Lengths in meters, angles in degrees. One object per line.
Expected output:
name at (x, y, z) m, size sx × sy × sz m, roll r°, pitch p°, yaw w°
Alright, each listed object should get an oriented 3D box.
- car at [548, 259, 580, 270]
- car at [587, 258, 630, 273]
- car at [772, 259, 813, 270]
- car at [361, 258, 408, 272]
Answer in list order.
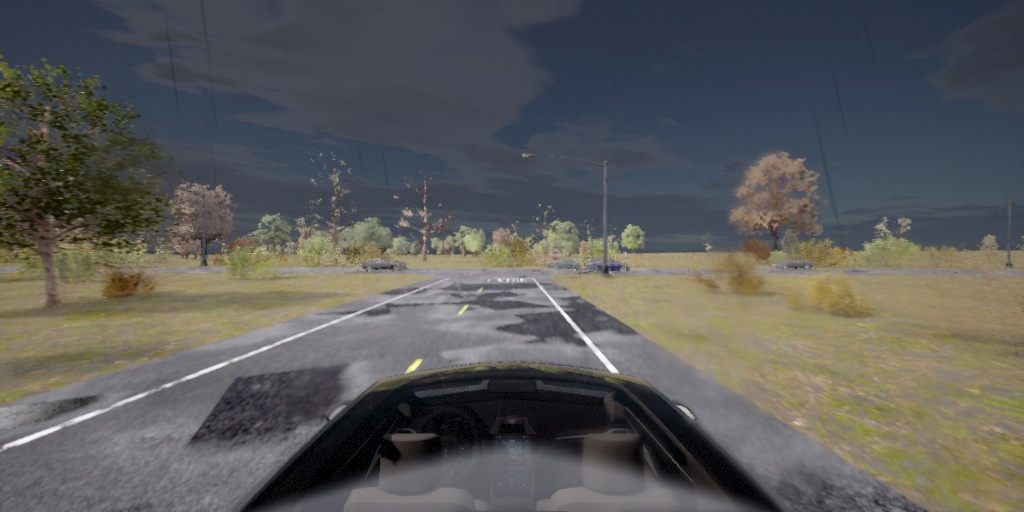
car at (6.768, 1.122, 47.002) m, size 4.181 × 1.385 × 1.994 m, roll 0°, pitch 0°, yaw -2°
car at (10.755, 0.957, 40.102) m, size 4.553 × 1.767 × 2.097 m, roll 0°, pitch 0°, yaw -2°
car at (37.404, 1.160, 47.909) m, size 4.902 × 1.511 × 2.128 m, roll -1°, pitch 0°, yaw -2°
car at (-13.995, 1.006, 39.456) m, size 4.902 × 1.511 × 2.128 m, roll 0°, pitch 0°, yaw -2°
